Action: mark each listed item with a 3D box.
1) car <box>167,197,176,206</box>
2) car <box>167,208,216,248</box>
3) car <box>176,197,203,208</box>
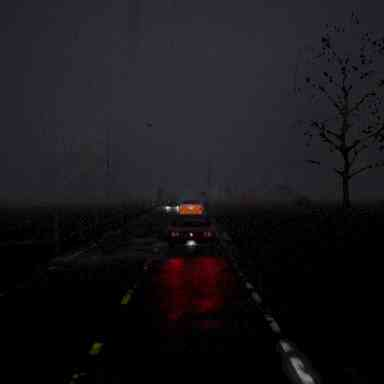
[{"bbox_3d":[-2.915,1.476,53.646,1.882,1.535,5.008,0,0,0],"label":"car"},{"bbox_3d":[-0.029,1.614,14.684,1.895,1.301,4.718,0,0,0],"label":"car"},{"bbox_3d":[-0.081,1.357,29.625,2.097,1.767,4.553,0,0,0],"label":"car"}]
